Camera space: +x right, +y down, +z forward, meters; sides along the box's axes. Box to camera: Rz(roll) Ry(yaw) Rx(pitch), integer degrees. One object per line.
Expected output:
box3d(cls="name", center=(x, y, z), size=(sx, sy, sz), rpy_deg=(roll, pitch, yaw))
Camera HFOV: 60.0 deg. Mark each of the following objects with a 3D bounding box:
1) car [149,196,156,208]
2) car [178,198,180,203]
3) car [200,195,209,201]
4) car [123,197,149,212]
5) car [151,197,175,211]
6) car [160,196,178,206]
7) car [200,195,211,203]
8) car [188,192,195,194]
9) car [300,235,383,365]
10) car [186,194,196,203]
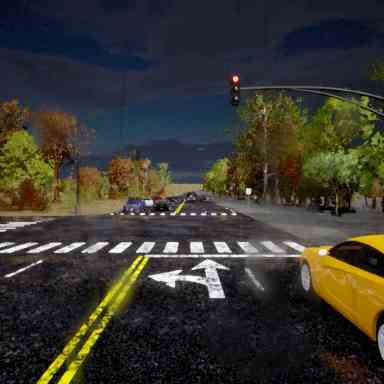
box3d(cls="car", center=(-6.745, 1.528, 48.519), size=(1.812, 1.442, 4.674), rpy_deg=(0, 0, 0))
box3d(cls="car", center=(-3.461, 1.531, 67.136), size=(1.812, 1.442, 4.674), rpy_deg=(0, 0, 0))
box3d(cls="car", center=(3.016, 1.457, 81.711), size=(2.033, 1.411, 5.357), rpy_deg=(0, 0, 0))
box3d(cls="car", center=(-6.712, 1.353, 39.271), size=(2.097, 1.767, 4.553), rpy_deg=(0, 0, 0))
box3d(cls="car", center=(-3.465, 1.602, 40.116), size=(1.895, 1.301, 4.718), rpy_deg=(0, 0, 0))
box3d(cls="car", center=(-3.490, 1.508, 50.898), size=(1.837, 1.490, 4.892), rpy_deg=(0, 0, 0))
box3d(cls="car", center=(3.068, 1.503, 71.556), size=(2.128, 1.511, 4.902), rpy_deg=(0, 0, 0))
box3d(cls="car", center=(-0.231, 1.110, 80.899), size=(2.150, 2.045, 5.566), rpy_deg=(0, 0, 0))
box3d(cls="car", center=(3.346, 1.444, 5.477), size=(1.882, 1.535, 5.008), rpy_deg=(0, 1, 0))
box3d(cls="car", center=(-0.173, 1.606, 70.796), size=(1.895, 1.301, 4.718), rpy_deg=(0, 0, 0))
